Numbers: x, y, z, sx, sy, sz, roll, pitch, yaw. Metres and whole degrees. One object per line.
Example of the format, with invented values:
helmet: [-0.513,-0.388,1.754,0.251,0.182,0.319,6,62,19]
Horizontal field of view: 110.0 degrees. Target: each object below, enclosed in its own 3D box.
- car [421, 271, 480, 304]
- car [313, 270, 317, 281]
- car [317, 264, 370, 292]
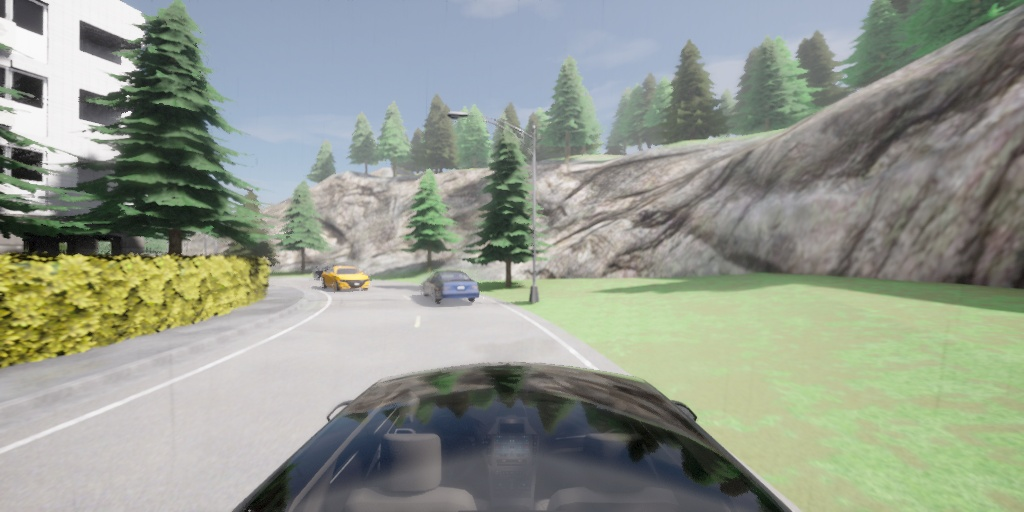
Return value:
car: [-3.122,1.408,17.410,2.033,1.411,5.357,0,0,-23]
car: [-16.076,1.495,32.556,4.892,1.490,1.837,-1,-1,34]
car: [-10.667,1.392,22.902,1.882,1.535,5.008,1,-1,-40]
